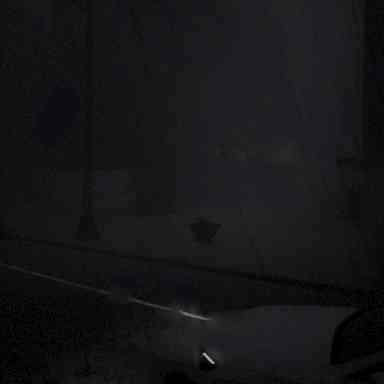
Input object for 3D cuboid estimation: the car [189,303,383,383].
[{"bbox_3d":[2.160,1.526,2.450,4.674,1.442,1.812,0,0,36],"label":"car"}]
